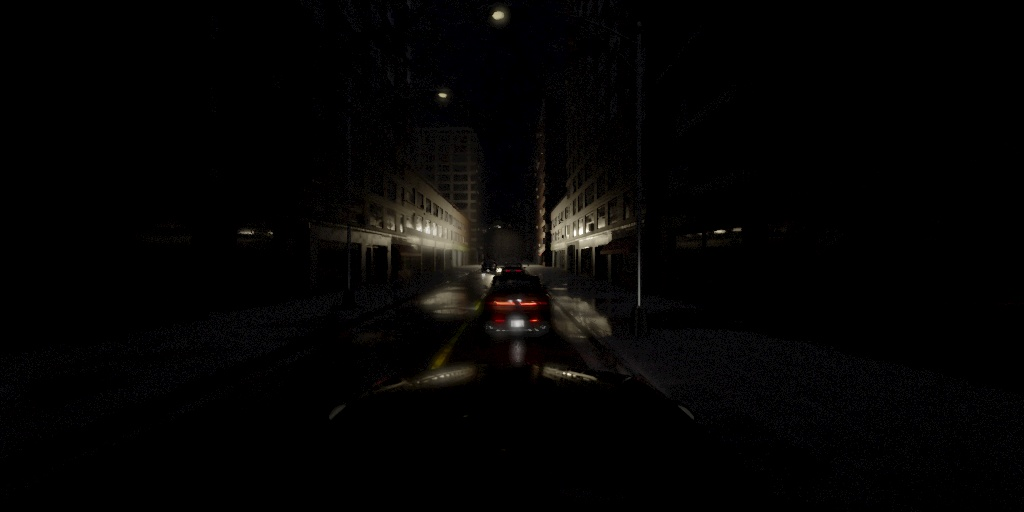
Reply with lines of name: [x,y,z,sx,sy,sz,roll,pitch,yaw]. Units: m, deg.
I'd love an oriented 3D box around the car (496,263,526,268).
car: [0.094,1.251,28.168,2.128,1.511,4.902,0,0,0]

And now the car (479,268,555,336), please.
car: [0.104,1.257,10.385,1.837,1.490,4.892,0,0,0]

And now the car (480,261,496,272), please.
car: [-2.847,1.320,45.098,2.033,1.411,5.357,0,0,0]
